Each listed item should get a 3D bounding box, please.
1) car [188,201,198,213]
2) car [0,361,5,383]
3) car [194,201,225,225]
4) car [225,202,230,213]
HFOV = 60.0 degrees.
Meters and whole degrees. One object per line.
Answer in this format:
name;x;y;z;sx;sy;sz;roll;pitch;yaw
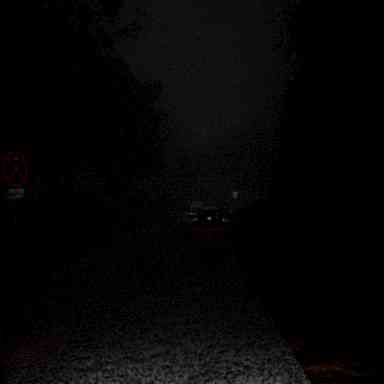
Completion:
car;0.830;1.901;42.880;1.812;1.442;4.674;1;-1;10
car;-2.780;1.560;1.443;1.994;1.385;4.181;0;0;1
car;1.398;1.652;25.001;1.812;1.442;4.674;0;-1;5
car;3.766;1.953;42.688;2.033;1.411;5.357;0;-1;10
